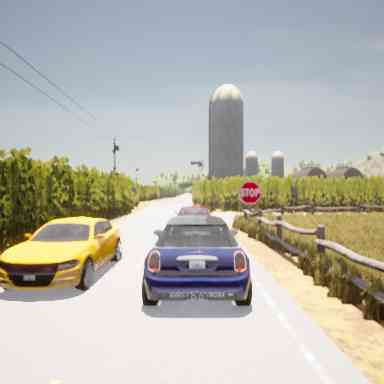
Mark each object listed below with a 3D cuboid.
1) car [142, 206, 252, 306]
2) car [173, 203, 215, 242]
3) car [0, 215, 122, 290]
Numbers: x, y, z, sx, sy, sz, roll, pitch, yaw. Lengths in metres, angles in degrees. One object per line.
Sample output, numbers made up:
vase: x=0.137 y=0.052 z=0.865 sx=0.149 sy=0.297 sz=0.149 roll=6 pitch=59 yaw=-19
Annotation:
car: x=0.096 y=1.337 z=8.156 sx=2.097 sy=1.767 sz=4.553 roll=0 pitch=0 yaw=0
car: x=0.084 y=1.446 z=17.345 sx=1.882 sy=1.535 sz=5.008 roll=0 pitch=0 yaw=0
car: x=-3.281 y=1.460 z=9.229 sx=1.882 sy=1.535 sz=5.008 roll=0 pitch=0 yaw=0
